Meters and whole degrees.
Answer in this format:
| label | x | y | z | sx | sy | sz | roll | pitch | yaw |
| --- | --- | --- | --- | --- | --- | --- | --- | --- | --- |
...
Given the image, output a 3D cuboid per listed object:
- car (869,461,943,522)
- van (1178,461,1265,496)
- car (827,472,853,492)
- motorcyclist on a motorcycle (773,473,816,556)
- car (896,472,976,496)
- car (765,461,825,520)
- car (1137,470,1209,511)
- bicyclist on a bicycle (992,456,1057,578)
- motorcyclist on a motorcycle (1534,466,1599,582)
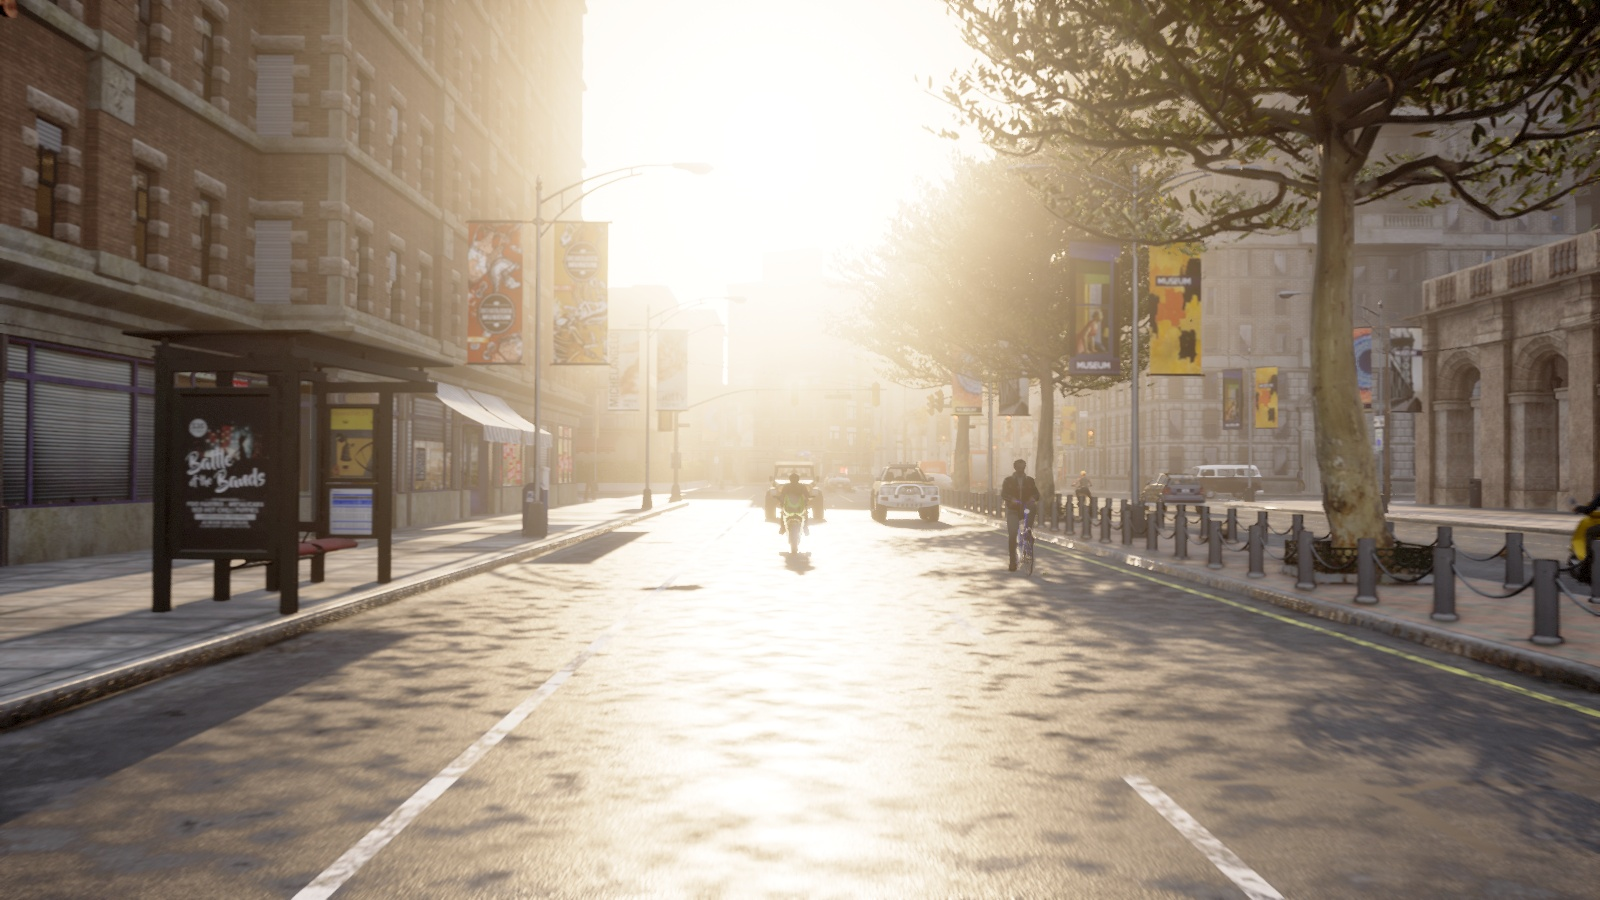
| label | x | y | z | sx | sy | sz | roll | pitch | yaw |
| --- | --- | --- | --- | --- | --- | --- | --- | --- | --- |
| car | 3.332 | 1.295 | 40.283 | 1.932 | 1.855 | 4.605 | 0 | -1 | 0 |
| van | 25.303 | 1.705 | 75.405 | 4.480 | 2.038 | 2.069 | 0 | -1 | -5 |
| car | 3.100 | 2.462 | 97.954 | 1.816 | 1.474 | 4.193 | 0 | -1 | 0 |
| motorcyclist on a motorcycle | -0.097 | 1.204 | 24.206 | 0.797 | 1.523 | 2.044 | 0 | -1 | 0 |
| car | 8.431 | 2.094 | 78.153 | 2.163 | 1.488 | 4.792 | 1 | -1 | -40 |
| car | -0.175 | 1.318 | 42.029 | 1.905 | 1.878 | 3.866 | 0 | -1 | 0 |
| car | 14.778 | 1.573 | 49.916 | 1.789 | 1.549 | 3.705 | 0 | -1 | 0 |
| bicyclist on a bicycle | 3.422 | 0.996 | 19.276 | 0.659 | 1.776 | 1.843 | 0 | -1 | 0 |
| motorcyclist on a motorcycle | 11.429 | 1.023 | 17.869 | 0.866 | 1.590 | 1.817 | 0 | -1 | 0 |
